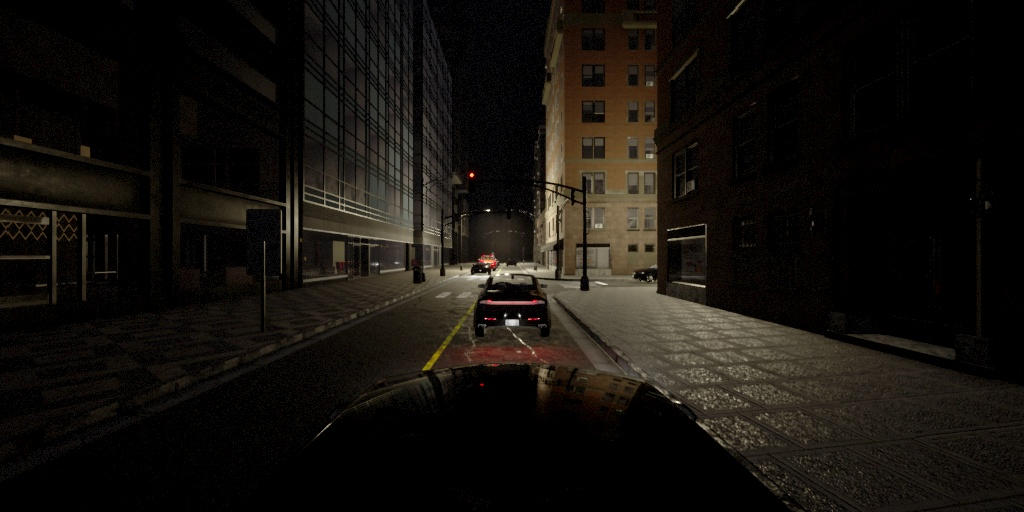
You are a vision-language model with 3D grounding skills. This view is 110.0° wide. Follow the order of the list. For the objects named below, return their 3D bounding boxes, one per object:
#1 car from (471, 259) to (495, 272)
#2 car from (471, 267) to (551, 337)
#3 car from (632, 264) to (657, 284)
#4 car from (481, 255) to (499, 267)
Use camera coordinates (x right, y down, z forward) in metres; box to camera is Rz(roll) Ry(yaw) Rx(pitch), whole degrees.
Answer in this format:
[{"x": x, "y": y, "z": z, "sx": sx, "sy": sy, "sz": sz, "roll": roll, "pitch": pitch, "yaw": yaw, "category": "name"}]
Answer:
[{"x": -3.210, "y": 1.291, "z": 38.129, "sx": 1.994, "sy": 1.385, "sz": 4.181, "roll": 0, "pitch": 0, "yaw": 0, "category": "car"}, {"x": 0.016, "y": 1.240, "z": 10.256, "sx": 2.128, "sy": 1.511, "sz": 4.902, "roll": 0, "pitch": 0, "yaw": 0, "category": "car"}, {"x": 11.256, "y": 1.197, "z": 26.087, "sx": 4.902, "sy": 1.511, "sz": 2.128, "roll": 0, "pitch": 0, "yaw": 0, "category": "car"}, {"x": -3.232, "y": 0.940, "z": 47.548, "sx": 2.150, "sy": 2.045, "sz": 5.566, "roll": 0, "pitch": 0, "yaw": 0, "category": "car"}]
